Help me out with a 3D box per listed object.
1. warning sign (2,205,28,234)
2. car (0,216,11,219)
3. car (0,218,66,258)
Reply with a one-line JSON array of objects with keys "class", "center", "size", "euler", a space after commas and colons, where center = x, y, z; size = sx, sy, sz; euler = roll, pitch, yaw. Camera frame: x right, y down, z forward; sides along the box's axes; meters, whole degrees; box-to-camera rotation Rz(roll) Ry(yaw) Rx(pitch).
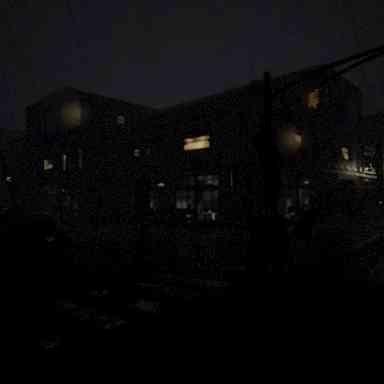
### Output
[{"class": "warning sign", "center": [-12.110, 1.832, 22.780], "size": [1.060, 1.860, 1.300], "euler": [-2, -2, 43]}, {"class": "car", "center": [-11.273, 2.058, 18.707], "size": [4.097, 1.590, 1.967], "euler": [-2, -1, 43]}, {"class": "car", "center": [-7.234, 2.018, 14.901], "size": [4.313, 1.339, 1.947], "euler": [-2, -1, 43]}]
